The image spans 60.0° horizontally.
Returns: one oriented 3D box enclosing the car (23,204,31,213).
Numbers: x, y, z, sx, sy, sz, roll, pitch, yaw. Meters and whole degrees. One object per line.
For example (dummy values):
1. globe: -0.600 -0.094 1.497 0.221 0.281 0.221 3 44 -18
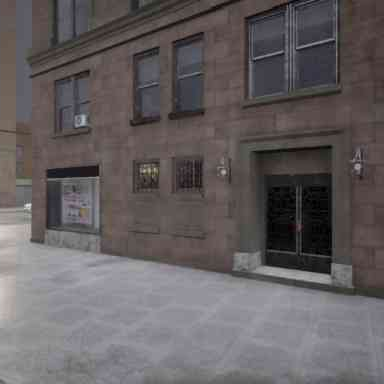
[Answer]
1. car: -15.648 1.438 35.818 1.812 1.442 4.674 0 0 35
